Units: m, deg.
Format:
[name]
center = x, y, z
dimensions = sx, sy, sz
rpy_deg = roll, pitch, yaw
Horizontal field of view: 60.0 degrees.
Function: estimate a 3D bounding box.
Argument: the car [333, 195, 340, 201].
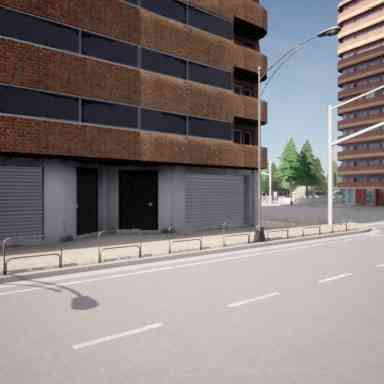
[car]
center = 34.224, 1.469, 81.218
dimensions = 4.674, 1.442, 1.812
rpy_deg = 0, 0, -23
